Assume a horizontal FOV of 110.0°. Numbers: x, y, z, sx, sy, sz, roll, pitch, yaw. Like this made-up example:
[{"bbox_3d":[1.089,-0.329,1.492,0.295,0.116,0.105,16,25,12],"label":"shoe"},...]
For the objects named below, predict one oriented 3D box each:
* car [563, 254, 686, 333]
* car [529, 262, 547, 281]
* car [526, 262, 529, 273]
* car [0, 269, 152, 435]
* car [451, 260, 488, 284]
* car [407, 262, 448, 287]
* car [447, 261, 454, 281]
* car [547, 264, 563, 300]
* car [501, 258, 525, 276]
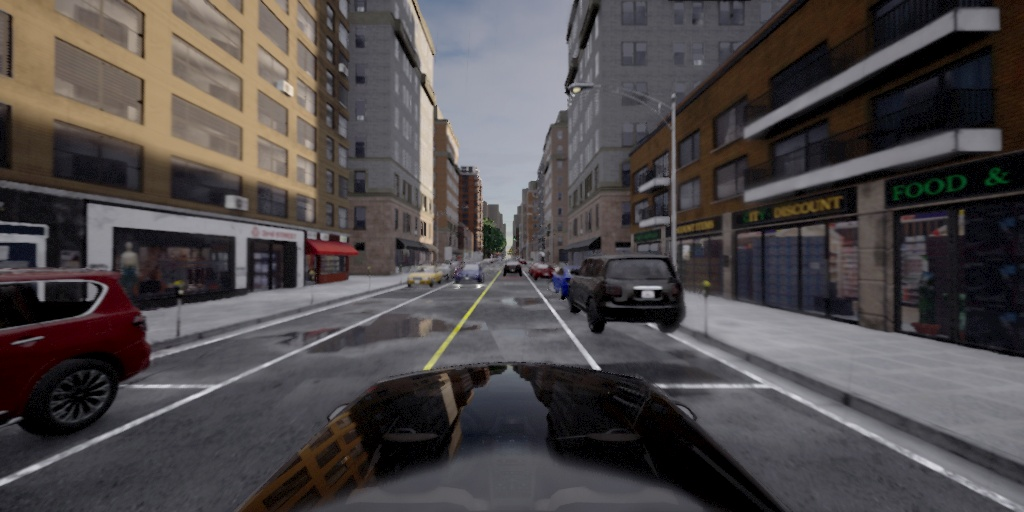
[{"bbox_3d":[3.105,0.969,10.872,2.150,2.045,5.566,0,0,0],"label":"car"},{"bbox_3d":[2.668,1.298,30.221,1.888,1.381,4.507,0,0,0],"label":"car"},{"bbox_3d":[2.667,1.302,35.713,1.888,1.381,4.507,0,0,0],"label":"car"},{"bbox_3d":[-5.857,1.064,2.748,2.192,1.841,5.009,0,0,0],"label":"car"},{"bbox_3d":[-3.101,1.277,27.085,1.812,1.442,4.674,0,0,0],"label":"car"},{"bbox_3d":[-5.859,1.276,24.549,1.751,1.417,4.829,0,0,0],"label":"car"},{"bbox_3d":[-5.859,1.304,30.212,2.007,1.370,4.403,0,0,0],"label":"car"},{"bbox_3d":[3.119,1.226,17.890,1.882,1.535,5.008,0,0,-1],"label":"car"},{"bbox_3d":[0.077,1.236,37.363,1.882,1.535,5.008,0,0,0],"label":"car"}]
